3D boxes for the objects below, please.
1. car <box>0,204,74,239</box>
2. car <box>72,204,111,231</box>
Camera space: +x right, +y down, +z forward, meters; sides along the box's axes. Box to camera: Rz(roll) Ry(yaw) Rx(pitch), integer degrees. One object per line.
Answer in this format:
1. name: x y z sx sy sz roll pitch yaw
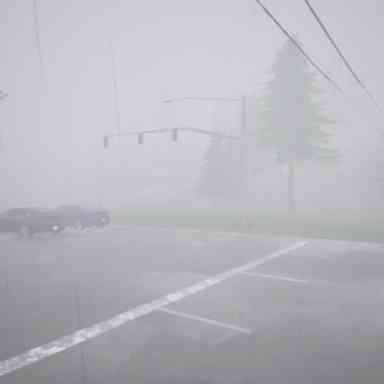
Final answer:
1. car: -8.785 1.499 17.412 4.892 1.490 1.837 0 0 29
2. car: -7.335 1.467 20.602 5.008 1.535 1.882 0 0 29
